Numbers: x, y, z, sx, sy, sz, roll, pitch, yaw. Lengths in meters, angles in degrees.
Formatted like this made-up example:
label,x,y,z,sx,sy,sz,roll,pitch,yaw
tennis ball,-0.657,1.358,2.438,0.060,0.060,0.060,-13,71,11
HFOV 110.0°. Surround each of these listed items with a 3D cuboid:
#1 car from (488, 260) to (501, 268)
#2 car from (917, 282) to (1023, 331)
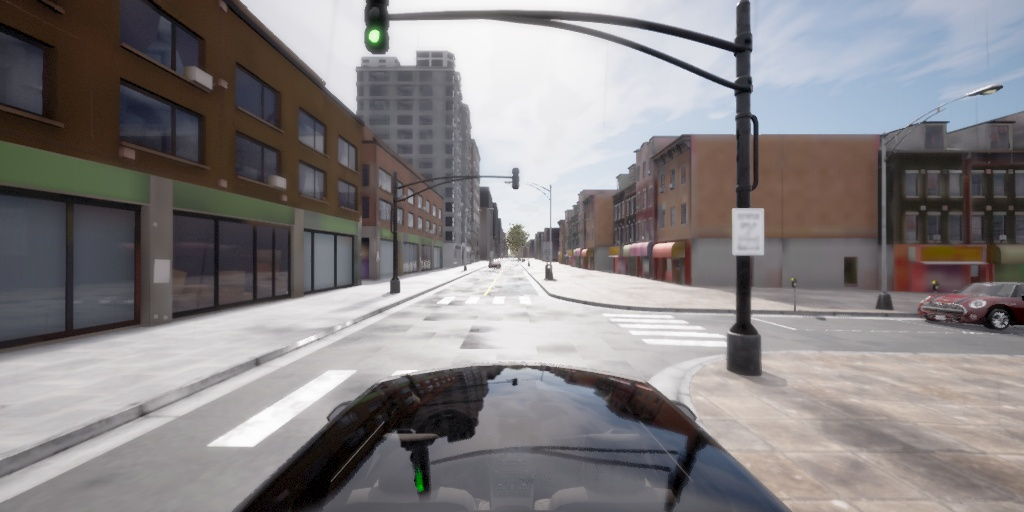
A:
label,x,y,z,sx,sy,sz,roll,pitch,yaw
car,-2.751,1.324,58.469,1.994,1.385,4.181,0,0,0
car,16.358,1.573,12.017,4.097,1.591,1.967,0,0,0
